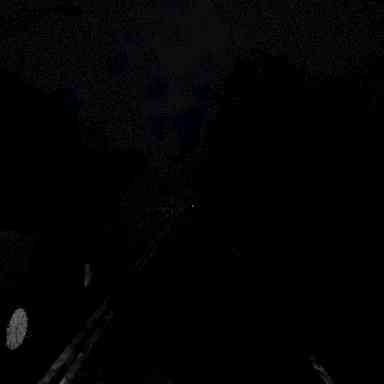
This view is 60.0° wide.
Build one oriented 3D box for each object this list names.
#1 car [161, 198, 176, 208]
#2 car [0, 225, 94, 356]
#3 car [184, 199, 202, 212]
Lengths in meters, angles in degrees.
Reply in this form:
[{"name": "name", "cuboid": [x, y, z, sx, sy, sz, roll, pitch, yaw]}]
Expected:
[{"name": "car", "cuboid": [-3.320, 1.579, 47.485, 1.994, 1.385, 4.181, 0, 0, 0]}, {"name": "car", "cuboid": [-3.350, 1.479, 6.243, 1.882, 1.535, 5.008, 0, 0, 0]}, {"name": "car", "cuboid": [0.108, 1.552, 37.948, 2.033, 1.411, 5.357, 0, 0, 0]}]
